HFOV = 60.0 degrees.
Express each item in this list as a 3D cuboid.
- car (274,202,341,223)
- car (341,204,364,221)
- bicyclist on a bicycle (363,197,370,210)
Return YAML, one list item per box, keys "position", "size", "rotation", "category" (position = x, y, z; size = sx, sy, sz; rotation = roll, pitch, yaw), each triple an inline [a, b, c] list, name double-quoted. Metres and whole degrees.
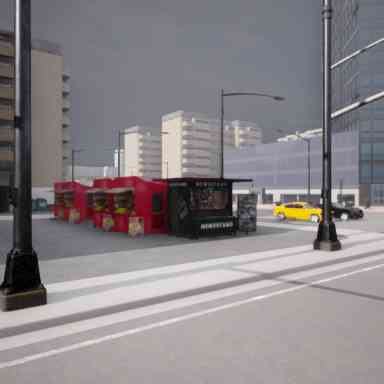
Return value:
- position: [8.953, 1.589, 26.845]
  size: [1.882, 1.535, 5.008]
  rotation: [0, 0, -38]
  category: "car"
- position: [12.057, 1.587, 28.559]
  size: [1.882, 1.535, 5.008]
  rotation: [0, 0, -36]
  category: "car"
- position: [22.311, 1.466, 42.485]
  size: [1.656, 1.620, 0.582]
  rotation: [0, 0, -36]
  category: "bicyclist on a bicycle"
